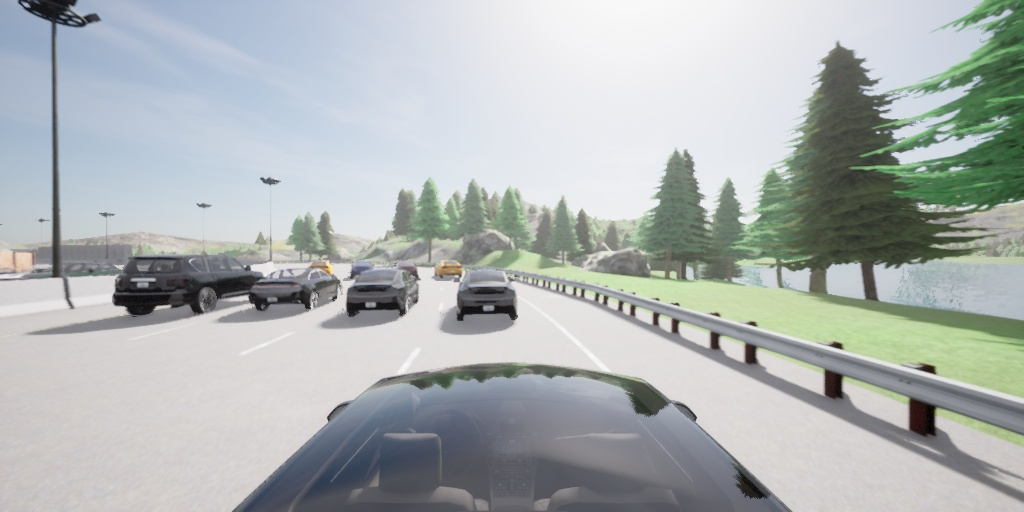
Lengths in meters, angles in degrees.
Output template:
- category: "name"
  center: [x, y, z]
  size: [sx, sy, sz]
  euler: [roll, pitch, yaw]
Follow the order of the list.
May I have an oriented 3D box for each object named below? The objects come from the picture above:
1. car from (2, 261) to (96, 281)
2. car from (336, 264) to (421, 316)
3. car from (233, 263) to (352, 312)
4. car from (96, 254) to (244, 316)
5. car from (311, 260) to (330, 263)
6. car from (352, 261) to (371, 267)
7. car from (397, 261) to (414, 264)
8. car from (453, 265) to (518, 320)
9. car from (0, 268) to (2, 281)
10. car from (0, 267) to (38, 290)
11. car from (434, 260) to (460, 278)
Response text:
- category: "car"
  center: [-24.004, 1.105, 19.690]
  size: [2.097, 1.767, 4.553]
  euler: [0, 0, -17]
- category: "car"
  center: [-4.562, 1.209, 13.199]
  size: [1.837, 1.490, 4.892]
  euler: [0, 0, -7]
- category: "car"
  center: [-8.258, 1.207, 14.165]
  size: [2.128, 1.511, 4.902]
  euler: [0, 0, -9]
- category: "car"
  center: [-11.619, 0.955, 13.531]
  size: [2.150, 2.045, 5.566]
  euler: [0, 0, -9]
- category: "car"
  center: [-17.264, 1.128, 32.376]
  size: [1.882, 1.535, 5.008]
  euler: [0, 0, -22]
- category: "car"
  center: [-13.174, 1.163, 31.571]
  size: [1.812, 1.442, 4.674]
  euler: [0, 0, -22]
- category: "car"
  center: [-9.286, 1.147, 31.292]
  size: [1.812, 1.442, 4.674]
  euler: [0, 0, -20]
- category: "car"
  center: [-0.943, 1.198, 12.415]
  size: [1.837, 1.490, 4.892]
  euler: [0, 0, -7]
- category: "car"
  center: [-28.133, 1.362, 21.466]
  size: [1.895, 1.301, 4.718]
  euler: [0, 0, -19]
- category: "car"
  center: [-31.812, 1.379, 21.453]
  size: [1.895, 1.301, 4.718]
  euler: [0, 0, -20]
- category: "car"
  center: [-5.628, 1.082, 31.434]
  size: [1.882, 1.535, 5.008]
  euler: [0, 0, -19]
